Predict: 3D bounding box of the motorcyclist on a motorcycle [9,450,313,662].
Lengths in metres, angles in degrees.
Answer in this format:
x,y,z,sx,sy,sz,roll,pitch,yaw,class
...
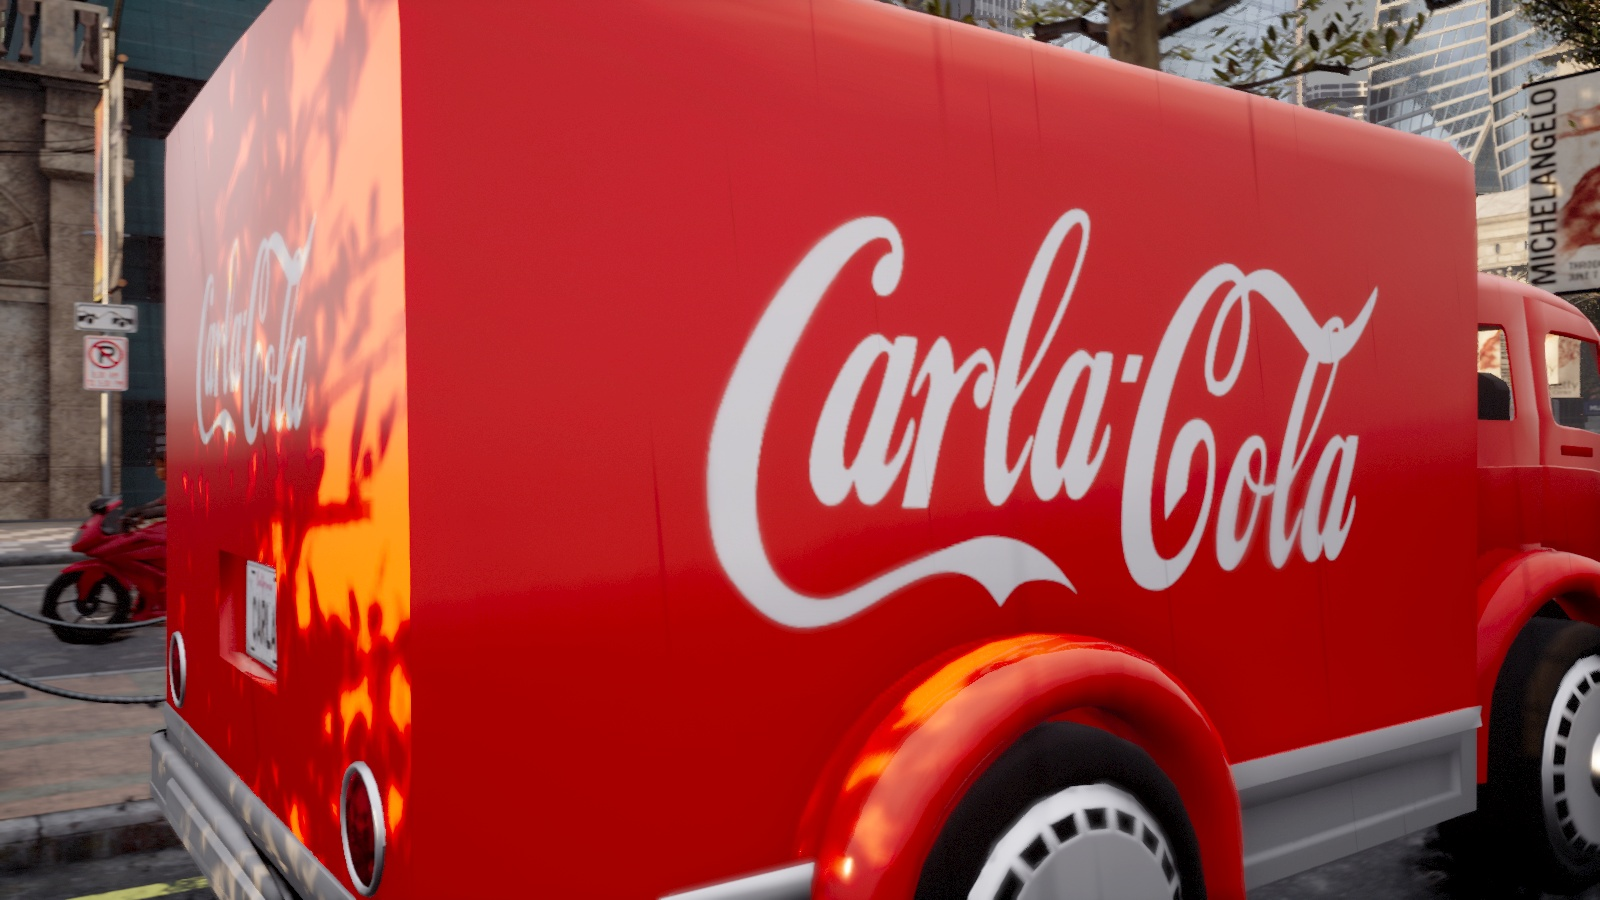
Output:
x,y,z,sx,sy,sz,roll,pitch,yaw,class
-5.014,0.762,9.916,2.044,1.523,0.797,0,0,-35,motorcyclist on a motorcycle

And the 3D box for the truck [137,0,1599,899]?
x,y,z,sx,sy,sz,roll,pitch,yaw,class
0.856,0.267,4.257,5.204,2.467,2.627,0,0,-35,truck
